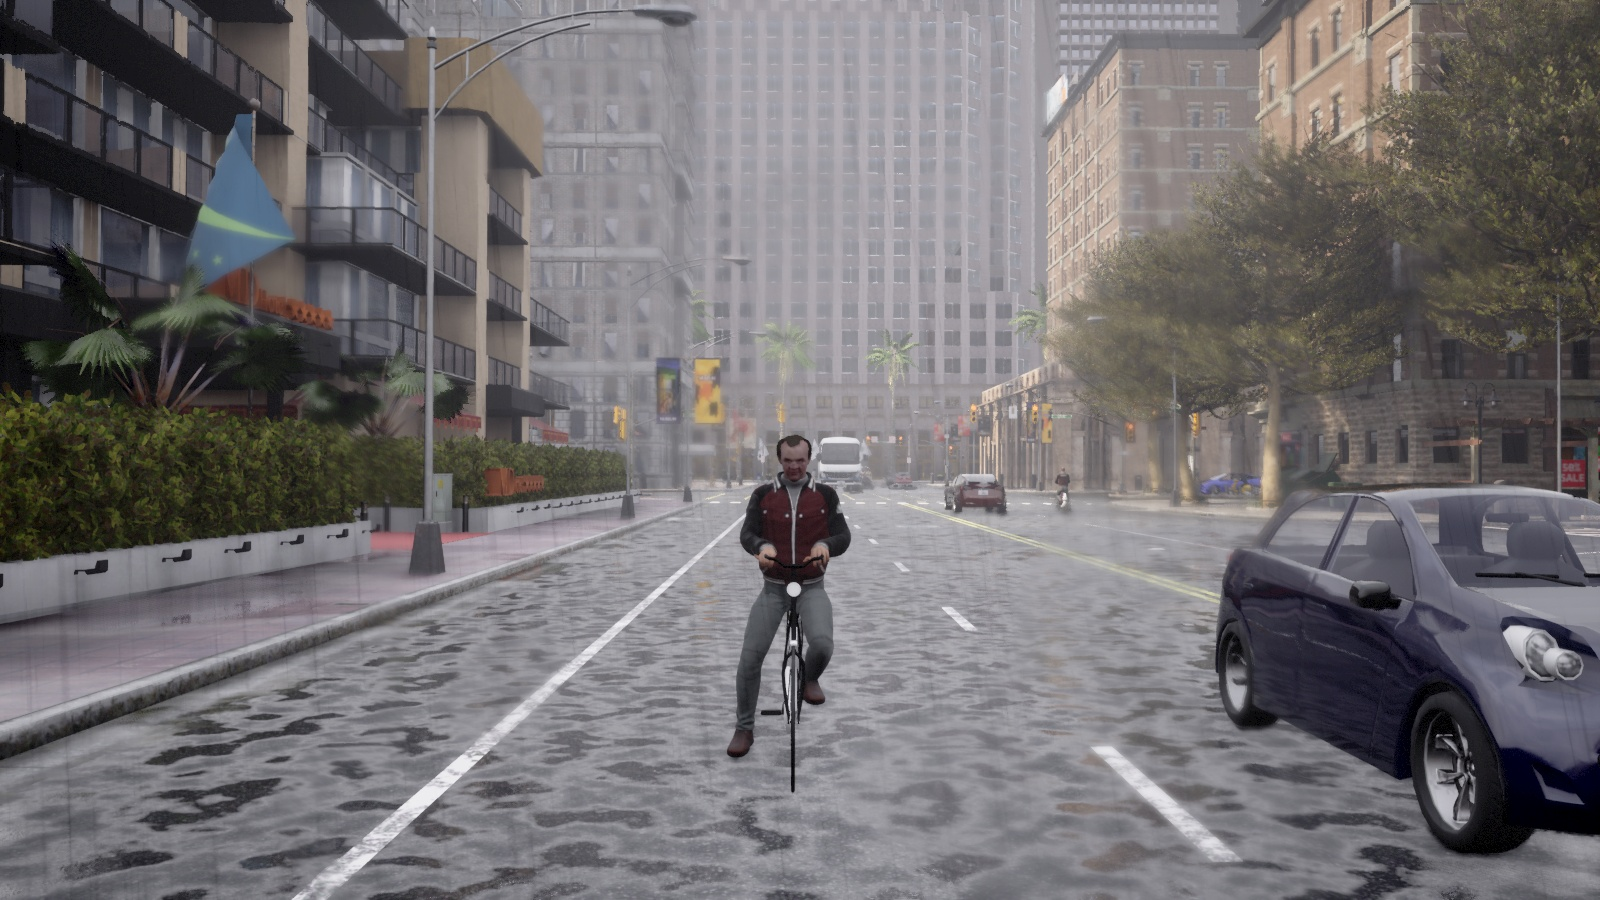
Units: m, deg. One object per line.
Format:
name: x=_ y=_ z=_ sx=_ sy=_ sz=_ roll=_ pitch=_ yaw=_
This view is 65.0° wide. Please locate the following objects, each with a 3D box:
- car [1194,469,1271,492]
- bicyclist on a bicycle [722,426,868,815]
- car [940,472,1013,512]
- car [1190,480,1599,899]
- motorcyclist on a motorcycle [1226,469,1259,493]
car: x=29.324 y=2.072 z=85.222 sx=4.514 sy=1.525 sz=2.007 roll=0 pitch=-1 yaw=1
bicyclist on a bicycle: x=-0.027 y=0.797 z=6.671 sx=0.659 sy=1.776 sz=1.843 roll=0 pitch=-1 yaw=0
car: x=6.819 y=1.608 z=48.996 sx=2.163 sy=1.488 sz=4.792 roll=0 pitch=-1 yaw=0
car: x=3.475 y=0.921 z=6.353 sx=1.845 sy=1.501 sz=3.633 roll=0 pitch=-1 yaw=0
motorcyclist on a motorcycle: x=28.779 y=2.021 z=81.705 sx=1.817 sy=1.590 sz=0.866 roll=0 pitch=-1 yaw=1
